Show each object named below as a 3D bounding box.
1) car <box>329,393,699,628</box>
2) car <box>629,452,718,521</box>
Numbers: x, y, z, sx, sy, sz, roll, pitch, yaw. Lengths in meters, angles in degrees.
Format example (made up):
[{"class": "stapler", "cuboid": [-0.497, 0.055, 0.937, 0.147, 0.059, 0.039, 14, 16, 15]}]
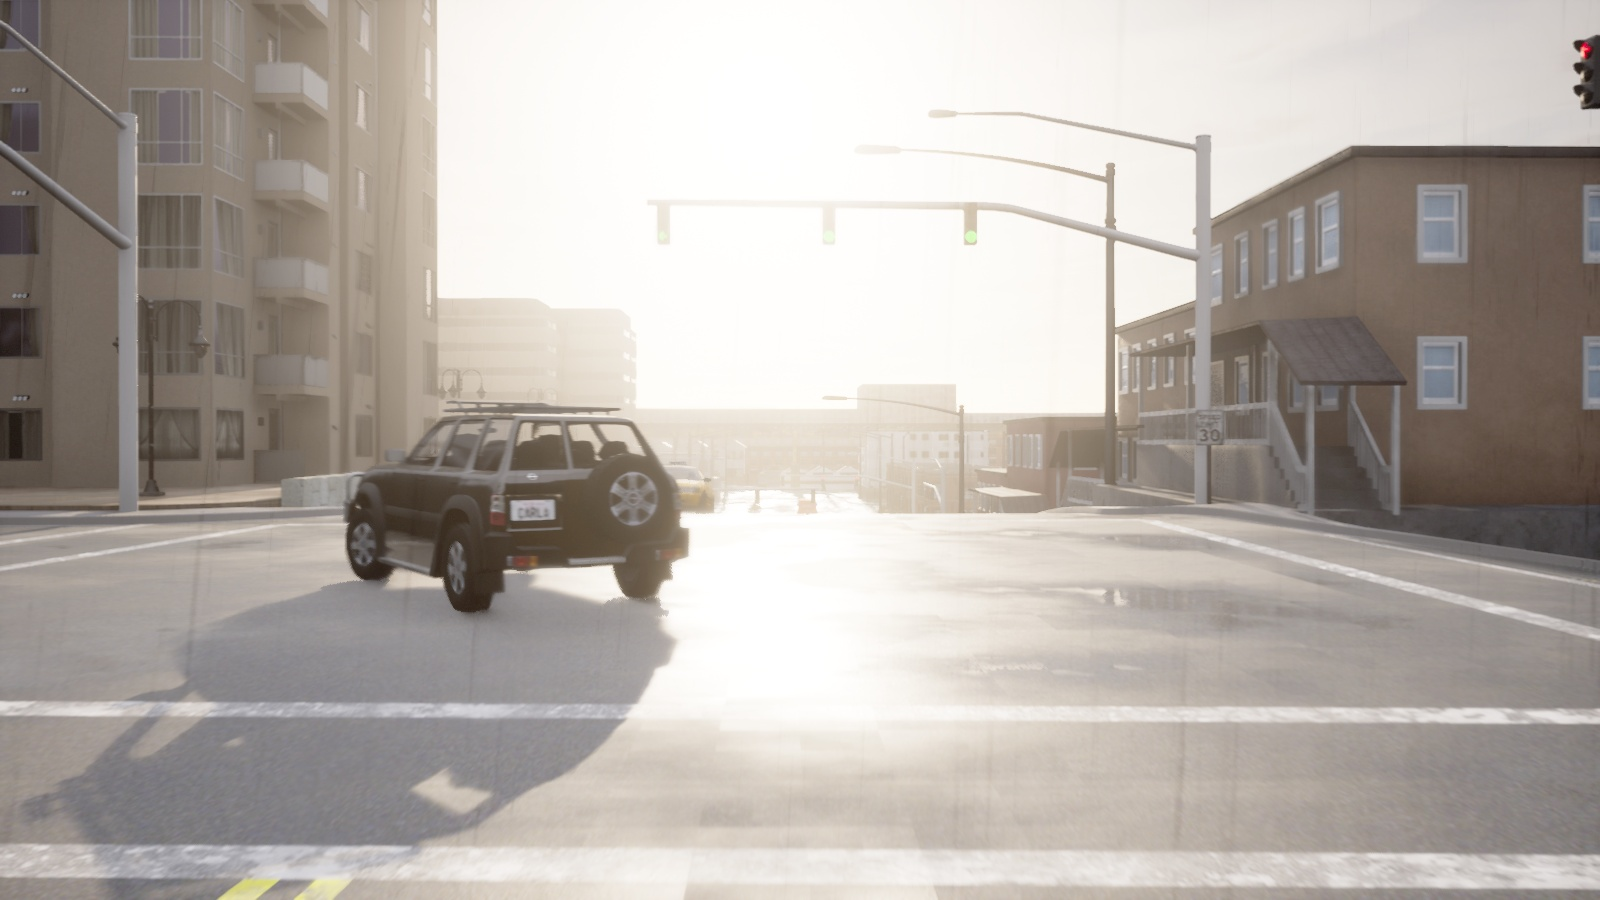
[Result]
[{"class": "car", "cuboid": [-3.014, 0.454, 12.362, 1.932, 1.855, 4.605, 0, 1, -35]}, {"class": "car", "cuboid": [-3.294, 1.053, 33.621, 1.801, 1.575, 5.366, 0, -4, 0]}]
